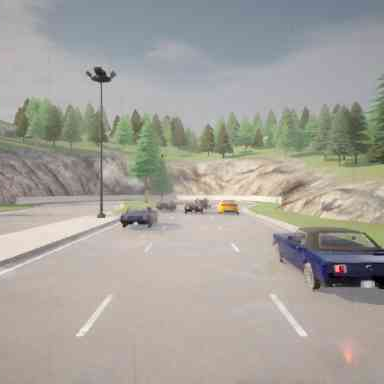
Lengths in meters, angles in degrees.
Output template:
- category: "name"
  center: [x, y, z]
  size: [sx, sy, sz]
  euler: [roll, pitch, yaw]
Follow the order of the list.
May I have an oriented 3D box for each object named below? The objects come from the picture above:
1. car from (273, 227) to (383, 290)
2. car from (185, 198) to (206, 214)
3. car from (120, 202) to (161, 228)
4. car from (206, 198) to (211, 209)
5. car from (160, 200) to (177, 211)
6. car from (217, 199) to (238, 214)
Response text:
- category: "car"
  center: [3.598, 1.601, 9.026]
  size: [1.895, 1.301, 4.718]
  euler: [0, 0, 0]
- category: "car"
  center: [0.254, 1.601, 35.366]
  size: [1.895, 1.301, 4.718]
  euler: [0, 0, 2]
- category: "car"
  center: [-3.406, 1.601, 22.255]
  size: [1.895, 1.301, 4.718]
  euler: [0, 0, 0]
- category: "car"
  center: [1.388, 1.491, 44.566]
  size: [2.128, 1.511, 4.902]
  euler: [0, 0, 12]
- category: "car"
  center: [-2.949, 1.601, 40.053]
  size: [1.895, 1.301, 4.718]
  euler: [0, 0, 5]
- category: "car"
  center: [3.715, 1.478, 34.810]
  size: [1.882, 1.535, 5.008]
  euler: [0, 0, 2]
